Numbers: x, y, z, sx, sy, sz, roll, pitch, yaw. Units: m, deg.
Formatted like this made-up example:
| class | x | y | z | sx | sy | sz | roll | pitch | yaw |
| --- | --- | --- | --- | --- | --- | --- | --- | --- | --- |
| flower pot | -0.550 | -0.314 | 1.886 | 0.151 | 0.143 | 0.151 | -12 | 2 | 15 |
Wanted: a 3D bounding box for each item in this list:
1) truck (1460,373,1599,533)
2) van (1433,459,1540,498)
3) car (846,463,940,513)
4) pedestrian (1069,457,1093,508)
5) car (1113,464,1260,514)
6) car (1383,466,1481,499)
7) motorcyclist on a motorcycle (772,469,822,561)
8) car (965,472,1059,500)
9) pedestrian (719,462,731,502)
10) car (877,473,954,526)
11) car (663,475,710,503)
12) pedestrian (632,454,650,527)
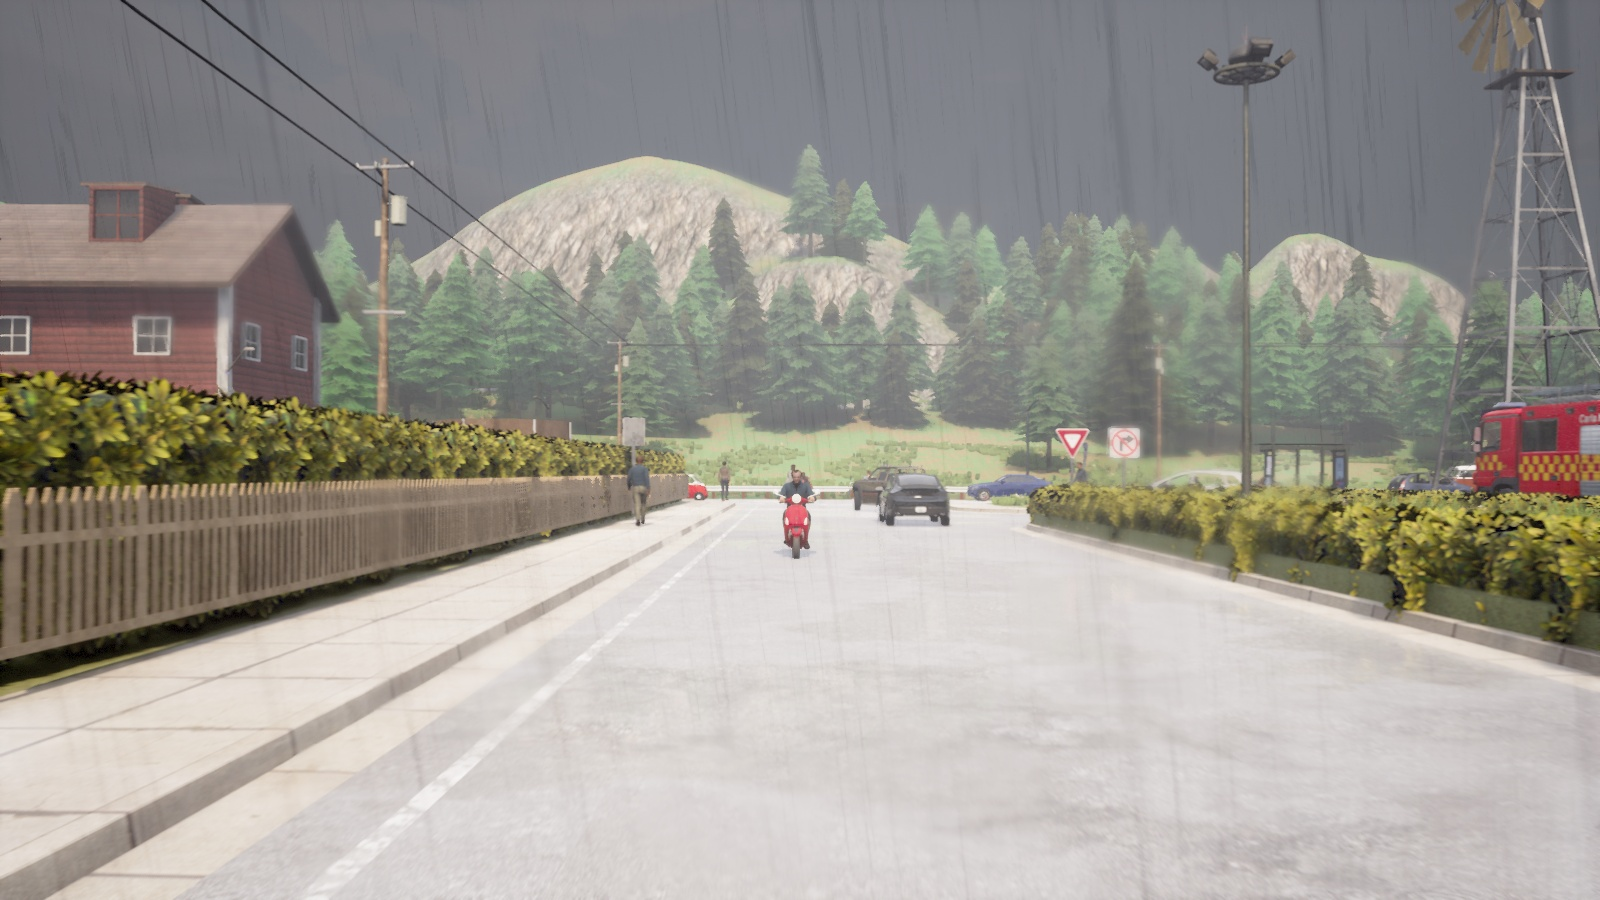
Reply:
| class | x | y | z | sx | sy | sz | roll | pitch | yaw |
| --- | --- | --- | --- | --- | --- | --- | --- | --- | --- |
| truck | 20.655 | 0.105 | 32.160 | 2.891 | 3.827 | 8.468 | 0 | -1 | -1 |
| van | 36.262 | 1.505 | 66.430 | 4.480 | 2.038 | 2.069 | 0 | -1 | 5 |
| car | 3.541 | 1.433 | 48.680 | 1.932 | 1.855 | 4.605 | 0 | -1 | -19 |
| pedestrian | 10.642 | 1.224 | 47.546 | 0.788 | 1.949 | 0.423 | 0 | -1 | -17 |
| car | 13.354 | 1.331 | 43.378 | 4.611 | 1.667 | 2.242 | -1 | -1 | 23 |
| car | 31.664 | 1.641 | 62.989 | 3.988 | 1.617 | 1.851 | 0 | -1 | 0 |
| motorcyclist on a motorcycle | -0.055 | 1.151 | 22.840 | 0.866 | 1.590 | 1.817 | 0 | -1 | 0 |
| car | 11.179 | 1.910 | 66.544 | 4.674 | 1.442 | 1.812 | 0 | -1 | 0 |
| pedestrian | -3.442 | 1.446 | 57.496 | 0.328 | 1.805 | 0.869 | 0 | -1 | 11 |
| car | 3.410 | 1.441 | 37.909 | 1.837 | 1.490 | 4.892 | 0 | -1 | 0 |
| car | -5.680 | 1.949 | 63.091 | 2.207 | 1.376 | 1.481 | 0 | -1 | 0 |
| pedestrian | -4.058 | 1.022 | 32.022 | 0.370 | 1.835 | 0.726 | 0 | -1 | 0 |
